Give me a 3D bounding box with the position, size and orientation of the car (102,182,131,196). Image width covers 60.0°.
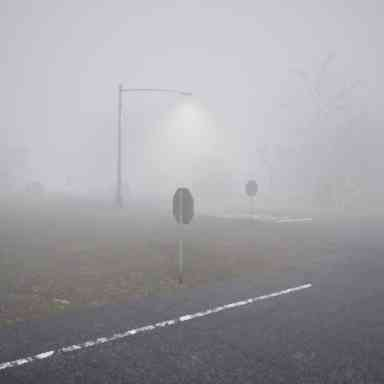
[{"bbox_3d":[-11.425,-0.476,51.461,2.150,2.045,5.566,0,2,-36],"label":"car"}]

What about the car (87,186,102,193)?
[{"bbox_3d":[-17.469,-0.468,59.928,1.994,1.385,4.181,0,2,-36],"label":"car"}]
